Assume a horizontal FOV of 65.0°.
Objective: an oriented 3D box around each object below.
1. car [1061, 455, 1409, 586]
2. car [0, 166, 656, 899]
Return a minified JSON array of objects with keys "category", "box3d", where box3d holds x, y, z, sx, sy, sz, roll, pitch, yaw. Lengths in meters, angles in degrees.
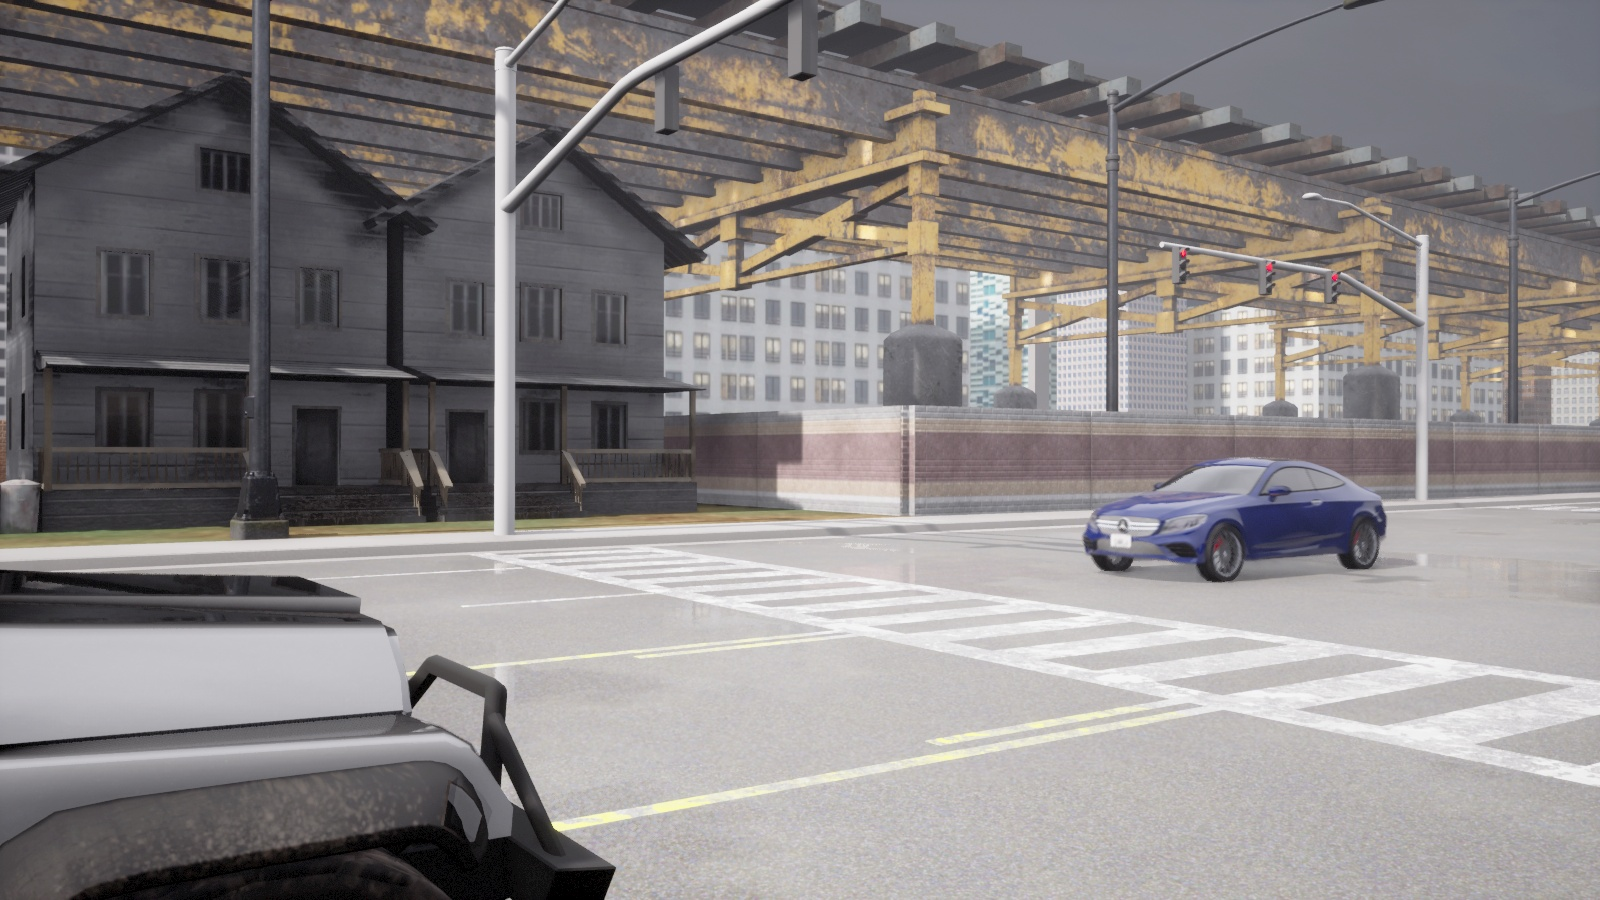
[{"category":"car","box3d":[5.669,0.798,16.129,4.674,1.442,1.812,0,0,-35]},{"category":"car","box3d":[-2.398,0.551,1.999,3.866,1.878,1.905,0,0,-34]}]
